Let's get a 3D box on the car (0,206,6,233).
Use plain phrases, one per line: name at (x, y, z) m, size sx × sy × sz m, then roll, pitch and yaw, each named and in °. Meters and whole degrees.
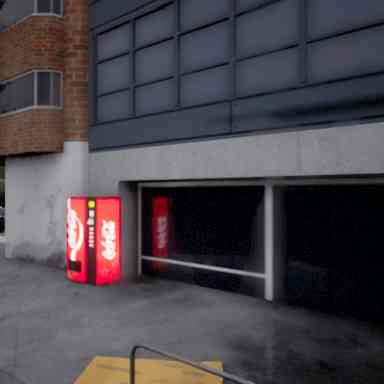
car at (-10.032, 1.537, 17.754) m, size 1.837 × 1.490 × 4.892 m, roll 0°, pitch 0°, yaw 36°
